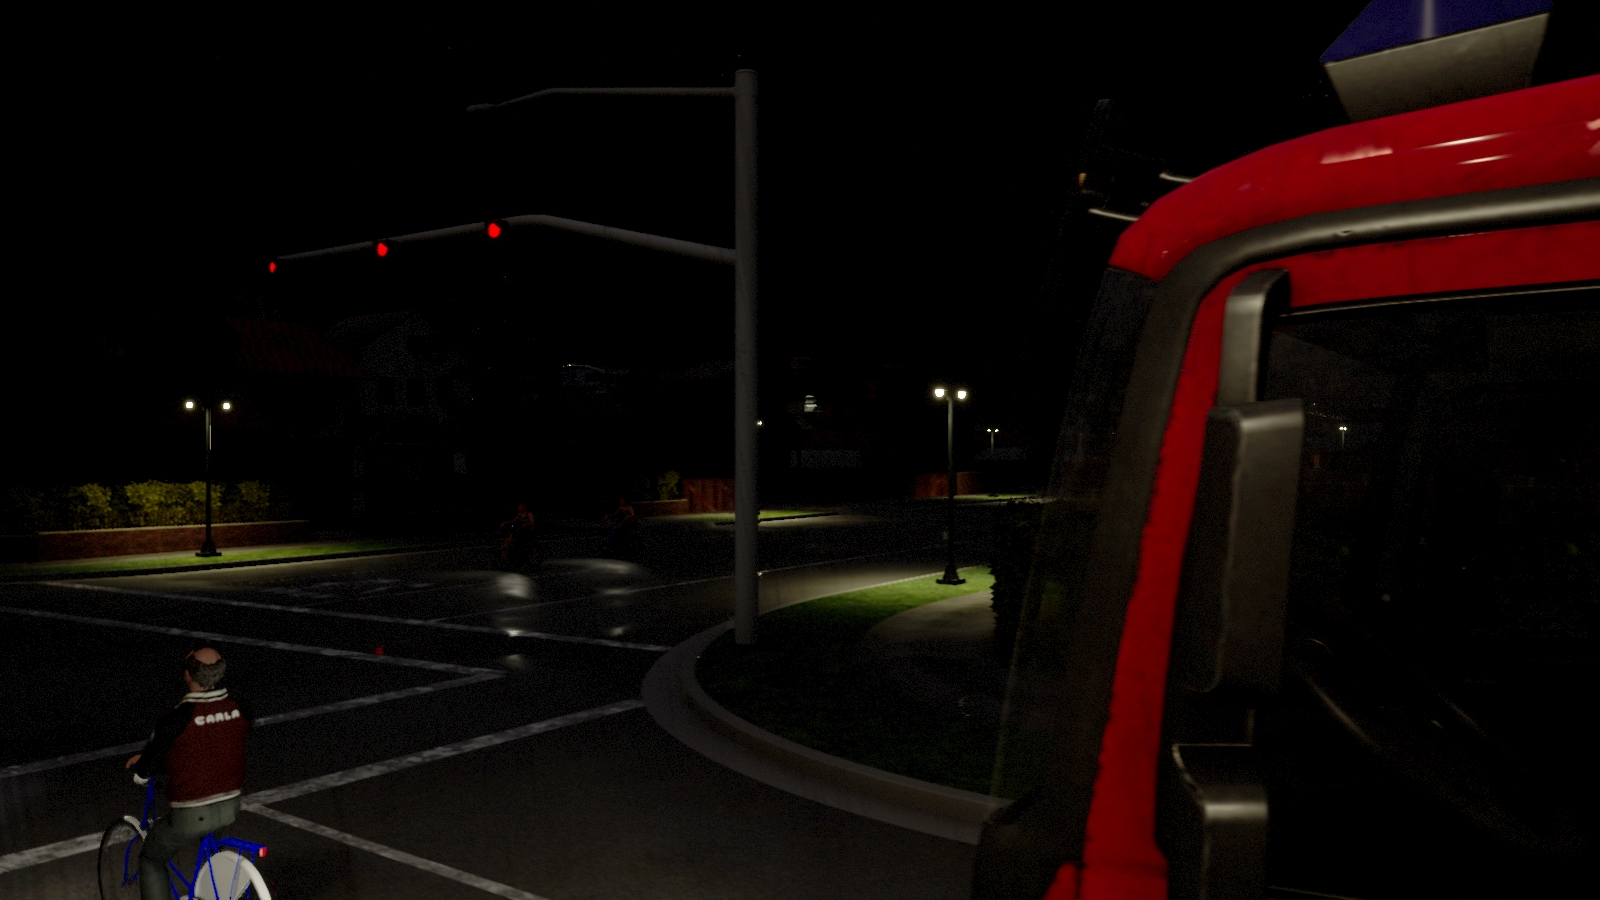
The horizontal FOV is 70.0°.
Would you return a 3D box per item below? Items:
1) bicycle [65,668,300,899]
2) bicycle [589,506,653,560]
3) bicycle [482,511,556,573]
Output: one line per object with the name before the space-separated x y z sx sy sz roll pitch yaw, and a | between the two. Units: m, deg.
bicycle | -3.363 2.048 6.144 1.835 1.496 0.329 0 0 35
bicycle | -4.674 2.145 29.903 0.859 1.301 1.487 0 0 34
bicycle | -6.610 2.145 26.931 0.859 1.301 1.487 0 0 35
